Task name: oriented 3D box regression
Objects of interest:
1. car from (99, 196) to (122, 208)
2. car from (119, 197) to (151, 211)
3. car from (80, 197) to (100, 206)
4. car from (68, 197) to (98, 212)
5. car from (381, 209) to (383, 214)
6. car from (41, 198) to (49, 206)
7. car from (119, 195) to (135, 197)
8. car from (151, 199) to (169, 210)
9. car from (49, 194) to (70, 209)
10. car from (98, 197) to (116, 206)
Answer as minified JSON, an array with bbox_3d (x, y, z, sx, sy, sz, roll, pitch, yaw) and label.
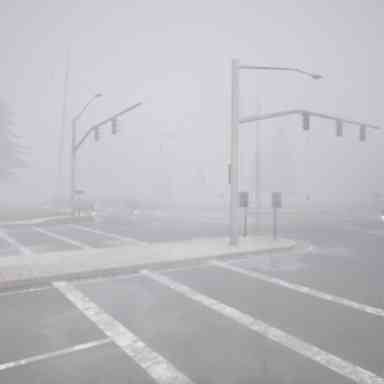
[{"bbox_3d":[-13.133,1.760,53.200,1.837,1.490,4.892,1,-1,-35],"label":"car"},{"bbox_3d":[-7.892,1.759,45.709,1.837,1.490,4.892,1,-1,-35],"label":"car"},{"bbox_3d":[-18.986,1.748,61.623,2.128,1.511,4.902,1,-1,-35],"label":"car"},{"bbox_3d":[-13.691,1.670,41.786,1.837,1.490,4.892,1,-1,-35],"label":"car"},{"bbox_3d":[24.457,2.090,39.148,5.357,1.411,2.033,1,-1,-35],"label":"car"},{"bbox_3d":[-25.051,1.731,58.080,1.994,1.385,4.181,1,-1,-34],"label":"car"},{"bbox_3d":[-10.646,1.522,55.762,2.150,2.045,5.566,1,-1,-35],"label":"car"},{"bbox_3d":[-5.110,1.804,47.837,1.837,1.490,4.892,1,-1,-35],"label":"car"},{"bbox_3d":[-19.351,1.387,49.863,2.150,2.045,5.566,1,-1,-35],"label":"car"},{"bbox_3d":[-16.436,1.779,64.112,1.882,1.535,5.008,1,-1,-34],"label":"car"}]
